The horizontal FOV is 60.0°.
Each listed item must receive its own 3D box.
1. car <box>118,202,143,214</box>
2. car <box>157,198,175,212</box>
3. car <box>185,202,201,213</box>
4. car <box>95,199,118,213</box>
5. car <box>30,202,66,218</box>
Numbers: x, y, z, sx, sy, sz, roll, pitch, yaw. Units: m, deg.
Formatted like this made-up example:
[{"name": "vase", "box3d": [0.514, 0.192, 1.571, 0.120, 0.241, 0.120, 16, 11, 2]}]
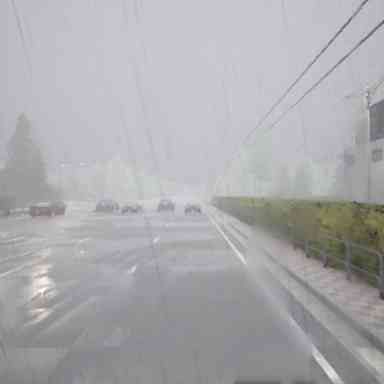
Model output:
[{"name": "car", "box3d": [-6.894, 1.851, 38.807, 1.895, 1.301, 4.718, 0, 0, 0]}, {"name": "car", "box3d": [-3.393, 1.640, 44.517, 2.097, 1.767, 4.553, 0, 0, 0]}, {"name": "car", "box3d": [0.106, 1.868, 40.899, 1.895, 1.301, 4.718, 0, 0, 0]}, {"name": "car", "box3d": [-10.394, 1.615, 41.218, 2.097, 1.767, 4.553, 0, 0, 0]}, {"name": "car", "box3d": [-13.896, 1.682, 32.412, 1.882, 1.535, 5.008, 0, 0, 0]}]
